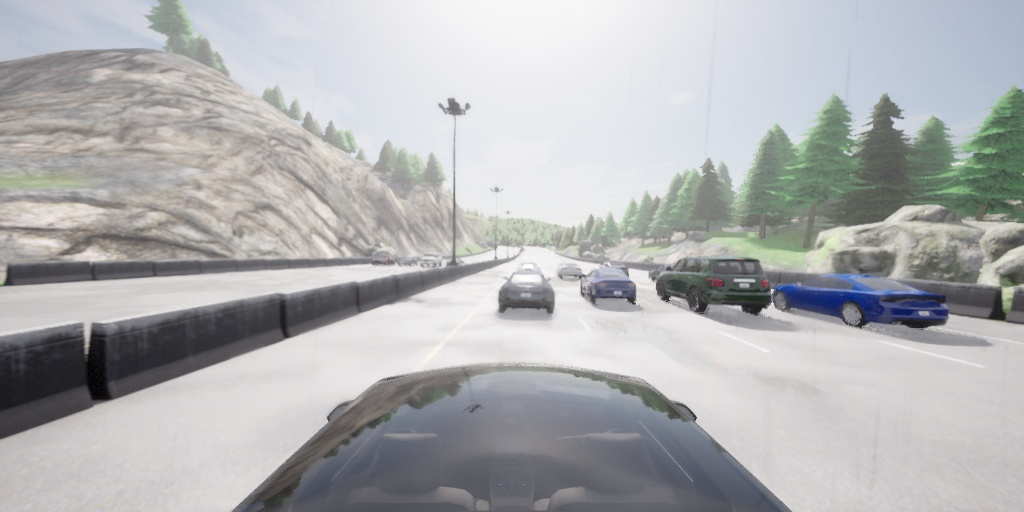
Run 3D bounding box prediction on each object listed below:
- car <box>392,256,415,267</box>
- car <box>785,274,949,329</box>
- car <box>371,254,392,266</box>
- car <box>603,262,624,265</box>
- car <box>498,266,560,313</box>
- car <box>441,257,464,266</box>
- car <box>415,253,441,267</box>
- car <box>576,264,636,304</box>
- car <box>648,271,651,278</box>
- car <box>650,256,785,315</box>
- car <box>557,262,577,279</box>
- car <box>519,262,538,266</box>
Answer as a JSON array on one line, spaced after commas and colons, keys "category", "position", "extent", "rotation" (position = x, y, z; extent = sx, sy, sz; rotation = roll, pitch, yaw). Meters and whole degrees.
[{"category": "car", "position": [-15.154, 0.746, 52.274], "extent": [2.128, 1.511, 4.902], "rotation": [1, 0, 3]}, {"category": "car", "position": [10.988, 1.337, 11.894], "extent": [1.882, 1.535, 5.008], "rotation": [1, 1, 3]}, {"category": "car", "position": [-18.660, 0.553, 52.148], "extent": [2.097, 1.767, 4.553], "rotation": [1, 0, 3]}, {"category": "car", "position": [8.411, 1.223, 30.139], "extent": [2.128, 1.511, 4.902], "rotation": [1, 0, 3]}, {"category": "car", "position": [0.573, 1.249, 13.683], "extent": [1.994, 1.385, 4.181], "rotation": [1, 0, 3]}, {"category": "car", "position": [-8.178, 0.914, 51.730], "extent": [2.033, 1.411, 5.357], "rotation": [1, 0, 3]}, {"category": "car", "position": [-11.671, 0.531, 51.846], "extent": [2.150, 2.045, 5.566], "rotation": [1, 1, 3]}, {"category": "car", "position": [4.214, 1.258, 16.136], "extent": [1.812, 1.442, 4.674], "rotation": [1, 0, 3]}, {"category": "car", "position": [11.702, 1.348, 26.357], "extent": [2.033, 1.411, 5.357], "rotation": [1, 0, 3]}, {"category": "car", "position": [7.616, 1.018, 14.180], "extent": [2.150, 2.045, 5.566], "rotation": [1, 1, 3]}, {"category": "car", "position": [4.967, 1.197, 31.237], "extent": [1.812, 1.442, 4.674], "rotation": [1, 0, 3]}, {"category": "car", "position": [1.216, 1.181, 26.877], "extent": [2.033, 1.411, 5.357], "rotation": [1, 0, 3]}]
